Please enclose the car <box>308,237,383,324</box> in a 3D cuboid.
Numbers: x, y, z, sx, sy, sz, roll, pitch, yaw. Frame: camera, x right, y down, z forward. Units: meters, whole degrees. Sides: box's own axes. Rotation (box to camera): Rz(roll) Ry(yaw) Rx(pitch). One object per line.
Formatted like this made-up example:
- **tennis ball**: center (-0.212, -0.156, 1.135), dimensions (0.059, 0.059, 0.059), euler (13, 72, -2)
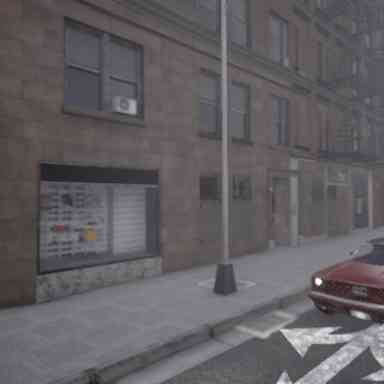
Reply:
- **car**: center (4.288, 1.657, 6.802), dimensions (4.718, 1.301, 1.895), euler (0, -1, -43)
